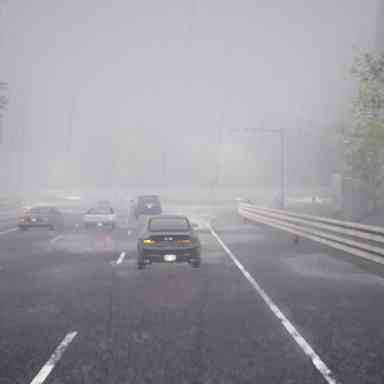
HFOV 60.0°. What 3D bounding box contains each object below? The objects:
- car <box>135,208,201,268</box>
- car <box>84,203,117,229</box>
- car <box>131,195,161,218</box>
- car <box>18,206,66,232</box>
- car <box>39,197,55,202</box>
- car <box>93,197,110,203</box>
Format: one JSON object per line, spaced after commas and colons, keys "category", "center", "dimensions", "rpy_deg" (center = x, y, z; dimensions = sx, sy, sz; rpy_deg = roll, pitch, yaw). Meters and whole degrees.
{"category": "car", "center": [-0.826, 1.518, 11.343], "dimensions": [1.837, 1.490, 4.892], "rpy_deg": [0, 0, -6]}
{"category": "car", "center": [-5.987, 1.641, 22.117], "dimensions": [1.895, 1.301, 4.718], "rpy_deg": [0, 0, -12]}
{"category": "car", "center": [-4.058, 1.262, 29.002], "dimensions": [2.150, 2.045, 5.566], "rpy_deg": [0, 0, -15]}
{"category": "car", "center": [-9.248, 1.598, 20.791], "dimensions": [2.033, 1.411, 5.357], "rpy_deg": [0, 0, -12]}
{"category": "car", "center": [-35.778, 1.792, 81.831], "dimensions": [4.718, 1.301, 1.895], "rpy_deg": [0, 0, 42]}
{"category": "car", "center": [-14.966, 1.627, 55.229], "dimensions": [1.812, 1.442, 4.674], "rpy_deg": [0, 0, -30]}
